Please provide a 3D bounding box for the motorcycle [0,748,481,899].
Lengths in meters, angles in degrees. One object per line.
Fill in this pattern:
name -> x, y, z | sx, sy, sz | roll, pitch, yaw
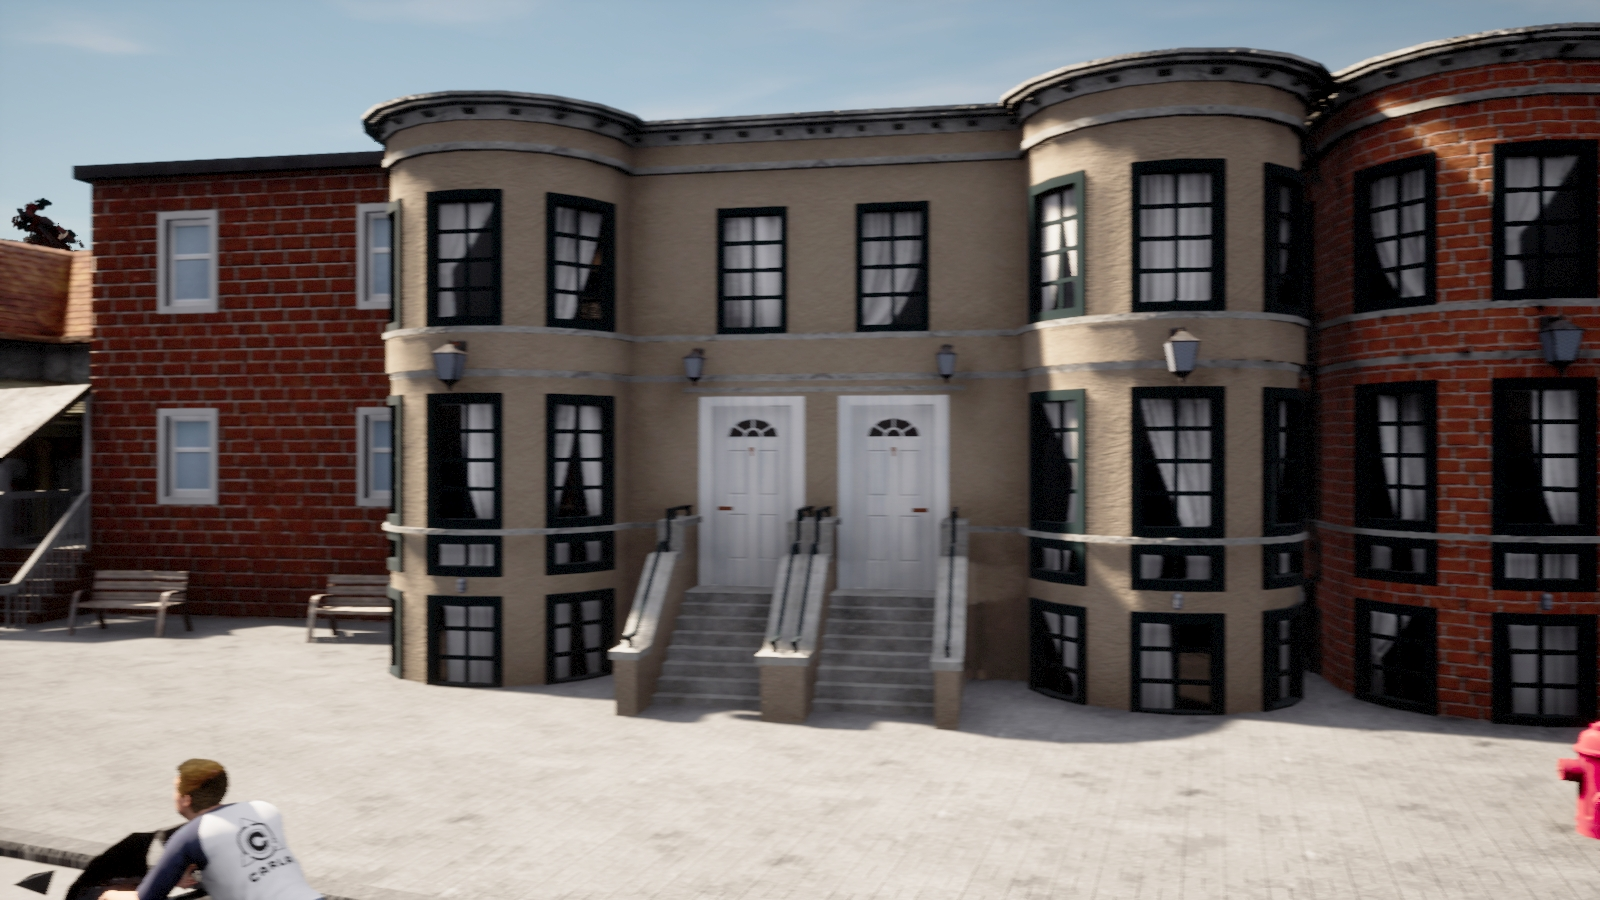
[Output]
motorcycle -> -2.417, 1.993, 4.711 | 2.033, 1.145, 0.803 | 0, 0, 20
